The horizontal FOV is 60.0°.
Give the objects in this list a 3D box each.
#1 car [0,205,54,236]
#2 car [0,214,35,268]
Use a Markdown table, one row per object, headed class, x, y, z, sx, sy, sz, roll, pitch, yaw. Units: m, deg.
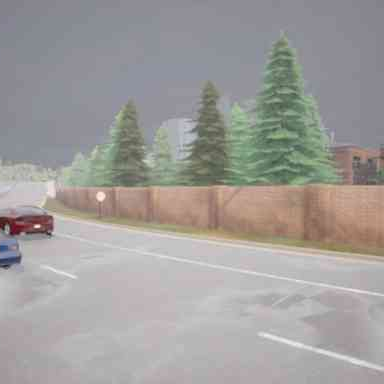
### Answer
| class | x | y | z | sx | sy | sz | roll | pitch | yaw |
| --- | --- | --- | --- | --- | --- | --- | --- | --- | --- |
| car | -8.753 | 1.407 | 16.955 | 1.882 | 1.535 | 5.008 | 0 | 0 | -43 |
| car | -6.947 | 1.494 | 10.079 | 5.357 | 1.411 | 2.033 | 0 | 0 | 44 |
